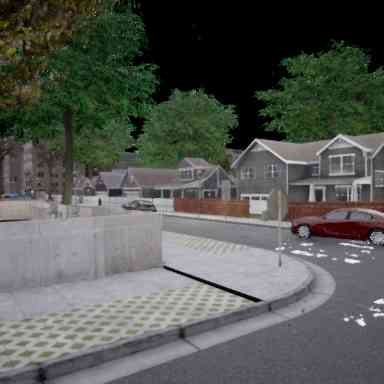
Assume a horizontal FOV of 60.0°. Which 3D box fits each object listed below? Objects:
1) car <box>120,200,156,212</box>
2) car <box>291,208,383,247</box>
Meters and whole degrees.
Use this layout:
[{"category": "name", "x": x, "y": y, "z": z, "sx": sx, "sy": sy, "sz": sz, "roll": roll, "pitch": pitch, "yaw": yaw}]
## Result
[{"category": "car", "x": -5.097, "y": 1.516, "z": 31.115, "sx": 1.837, "sy": 1.490, "sz": 4.892, "roll": 0, "pitch": 0, "yaw": -35}, {"category": "car", "x": 7.070, "y": 1.467, "z": 15.199, "sx": 5.008, "sy": 1.535, "sz": 1.882, "roll": 0, "pitch": 1, "yaw": 40}]
